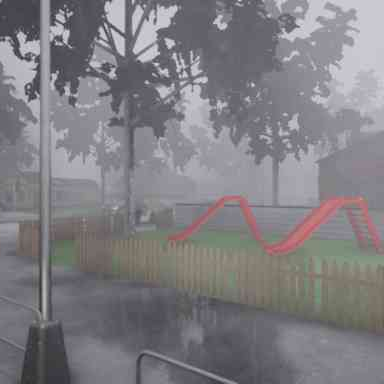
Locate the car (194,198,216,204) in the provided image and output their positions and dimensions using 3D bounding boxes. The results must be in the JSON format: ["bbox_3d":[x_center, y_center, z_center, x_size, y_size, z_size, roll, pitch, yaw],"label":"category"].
[{"bbox_3d":[1.260,1.503,41.405,2.128,1.511,4.902,0,0,36],"label":"car"}]

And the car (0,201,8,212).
[{"bbox_3d":[-20.346,1.325,33.473,4.181,1.381,1.994,0,0,35],"label":"car"}]

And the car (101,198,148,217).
[{"bbox_3d":[-6.214,1.367,30.927,2.097,1.767,4.553,0,0,35],"label":"car"}]
